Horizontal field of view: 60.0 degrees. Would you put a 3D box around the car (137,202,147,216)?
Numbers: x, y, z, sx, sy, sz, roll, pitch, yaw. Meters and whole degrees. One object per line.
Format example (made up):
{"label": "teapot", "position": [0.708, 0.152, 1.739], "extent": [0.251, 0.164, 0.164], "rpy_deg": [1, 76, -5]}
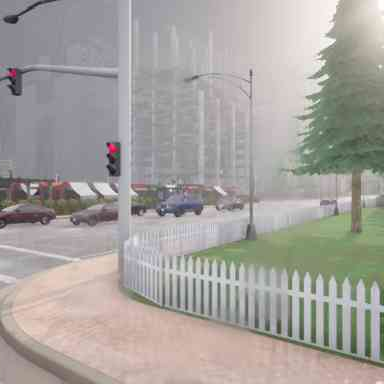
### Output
{"label": "car", "position": [-6.227, 1.478, 29.942], "extent": [1.882, 1.535, 5.008], "rpy_deg": [0, 0, 34]}

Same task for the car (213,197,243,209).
{"label": "car", "position": [5.132, 1.491, 46.721], "extent": [2.128, 1.511, 4.902], "rpy_deg": [0, 0, 34]}

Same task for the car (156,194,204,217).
{"label": "car", "position": [-1.021, 1.221, 31.405], "extent": [2.150, 2.045, 5.566], "rpy_deg": [0, 0, 34]}

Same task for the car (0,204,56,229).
{"label": "car", "position": [-11.448, 1.526, 22.197], "extent": [1.812, 1.442, 4.674], "rpy_deg": [0, 0, 36]}

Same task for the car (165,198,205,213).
{"label": "car", "position": [-0.683, 1.492, 38.154], "extent": [2.128, 1.511, 4.902], "rpy_deg": [0, 0, 34]}

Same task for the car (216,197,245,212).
{"label": "car", "position": [4.616, 1.491, 39.743], "extent": [2.128, 1.511, 4.902], "rpy_deg": [0, 0, 34]}

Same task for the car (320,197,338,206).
{"label": "car", "position": [21.054, 1.526, 51.286], "extent": [1.812, 1.442, 4.674], "rpy_deg": [0, 0, 34]}

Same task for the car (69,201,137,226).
{"label": "car", "position": [-6.332, 1.526, 23.486], "extent": [1.812, 1.442, 4.674], "rpy_deg": [0, 0, 34]}
